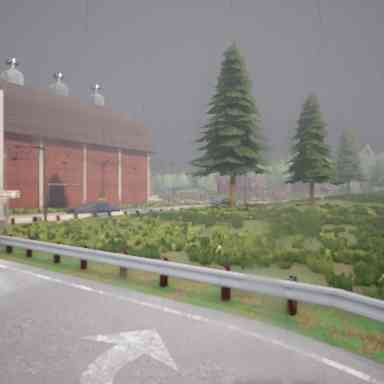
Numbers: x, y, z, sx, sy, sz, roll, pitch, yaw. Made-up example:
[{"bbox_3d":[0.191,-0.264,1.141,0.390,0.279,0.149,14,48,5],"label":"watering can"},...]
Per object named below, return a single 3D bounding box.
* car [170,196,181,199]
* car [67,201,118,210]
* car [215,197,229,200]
[{"bbox_3d":[-4.550,1.682,85.877,1.816,1.474,4.193,0,0,36],"label":"car"},{"bbox_3d":[-9.737,1.649,33.156,2.033,1.411,5.357,0,0,37],"label":"car"},{"bbox_3d":[4.598,1.608,52.307,1.837,1.490,4.892,0,-1,37],"label":"car"}]
